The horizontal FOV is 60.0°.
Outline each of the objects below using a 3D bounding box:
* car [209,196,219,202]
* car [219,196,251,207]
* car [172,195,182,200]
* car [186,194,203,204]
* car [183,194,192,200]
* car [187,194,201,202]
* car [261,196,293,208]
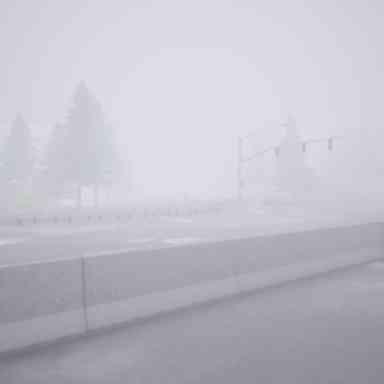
[{"bbox_3d":[4.864,1.443,60.174,1.895,1.301,4.718,0,0,-21],"label":"car"},{"bbox_3d":[6.557,1.355,48.613,2.128,1.511,4.902,0,0,-28],"label":"car"},{"bbox_3d":[-3.616,1.369,77.546,2.033,1.411,5.357,0,0,-11],"label":"car"},{"bbox_3d":[0.335,1.399,62.289,2.033,1.411,5.357,0,0,-20],"label":"car"},{"bbox_3d":[-1.177,1.222,90.127,2.128,1.511,4.902,0,0,-3],"label":"car"},{"bbox_3d":[0.420,1.322,74.793,1.837,1.490,4.892,0,0,-14],"label":"car"},{"bbox_3d":[11.855,1.357,46.732,1.837,1.490,4.892,0,0,-32],"label":"car"}]
